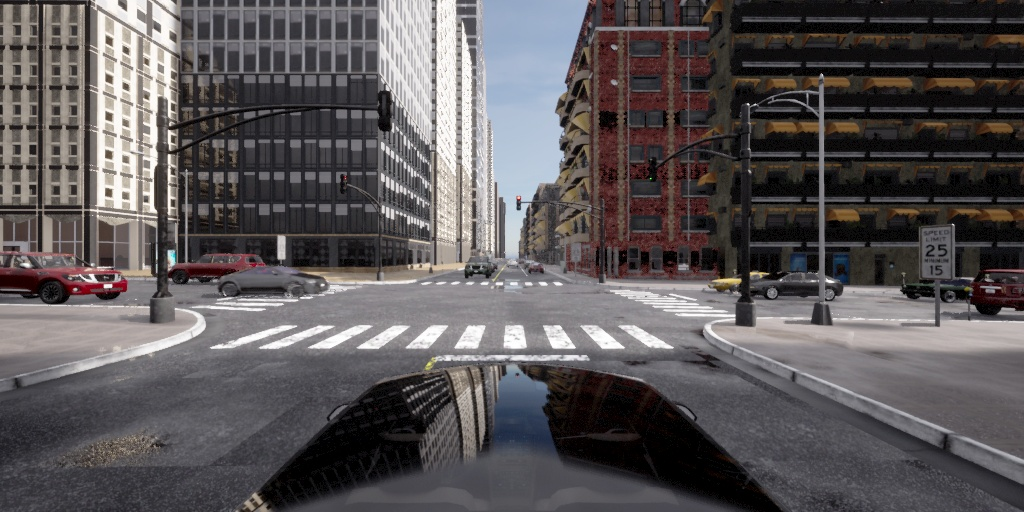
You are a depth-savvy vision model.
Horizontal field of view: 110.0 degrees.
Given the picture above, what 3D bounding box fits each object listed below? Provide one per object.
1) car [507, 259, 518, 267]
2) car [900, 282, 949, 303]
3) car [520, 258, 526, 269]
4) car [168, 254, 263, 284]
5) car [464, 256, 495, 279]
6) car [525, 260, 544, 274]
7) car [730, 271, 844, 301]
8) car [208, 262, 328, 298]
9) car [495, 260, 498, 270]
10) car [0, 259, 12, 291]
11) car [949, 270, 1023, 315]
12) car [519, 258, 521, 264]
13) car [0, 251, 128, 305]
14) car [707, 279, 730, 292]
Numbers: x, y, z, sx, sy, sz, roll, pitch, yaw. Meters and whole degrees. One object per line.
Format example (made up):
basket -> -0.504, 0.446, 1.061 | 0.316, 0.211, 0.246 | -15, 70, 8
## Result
car -> 0.136, 1.299, 64.877 | 1.812, 1.442, 4.674 | 0, 0, 0
car -> 24.213, 1.827, 19.456 | 4.718, 1.301, 1.895 | 1, 0, -1
car -> 2.715, 1.317, 54.588 | 2.007, 1.370, 4.403 | 0, 0, 0
car -> -17.701, 0.776, 21.701 | 5.009, 1.841, 2.192 | 0, 0, 0
car -> -3.085, 0.977, 33.574 | 2.150, 2.045, 5.566 | 0, 0, 0
car -> 2.760, 1.341, 41.671 | 1.802, 1.307, 4.207 | 0, 0, 0
car -> 14.922, 1.562, 19.350 | 4.892, 1.490, 1.837 | 1, 0, 2
car -> -10.806, 1.140, 16.425 | 4.181, 1.385, 1.994 | 1, 0, -7
car -> -3.073, 1.286, 43.648 | 1.812, 1.442, 4.674 | 0, 0, 0
car -> -25.739, 0.822, 15.847 | 4.674, 1.442, 1.812 | 1, 0, -1
car -> 20.604, 1.461, 13.669 | 5.009, 1.841, 2.192 | 0, 0, 0
car -> 2.719, 1.321, 60.236 | 2.007, 1.370, 4.403 | 0, 0, 0
car -> -17.570, 0.757, 13.321 | 5.009, 1.841, 2.192 | 0, 0, 0
car -> 14.640, 1.587, 21.968 | 4.829, 1.417, 1.751 | 0, 0, 0
